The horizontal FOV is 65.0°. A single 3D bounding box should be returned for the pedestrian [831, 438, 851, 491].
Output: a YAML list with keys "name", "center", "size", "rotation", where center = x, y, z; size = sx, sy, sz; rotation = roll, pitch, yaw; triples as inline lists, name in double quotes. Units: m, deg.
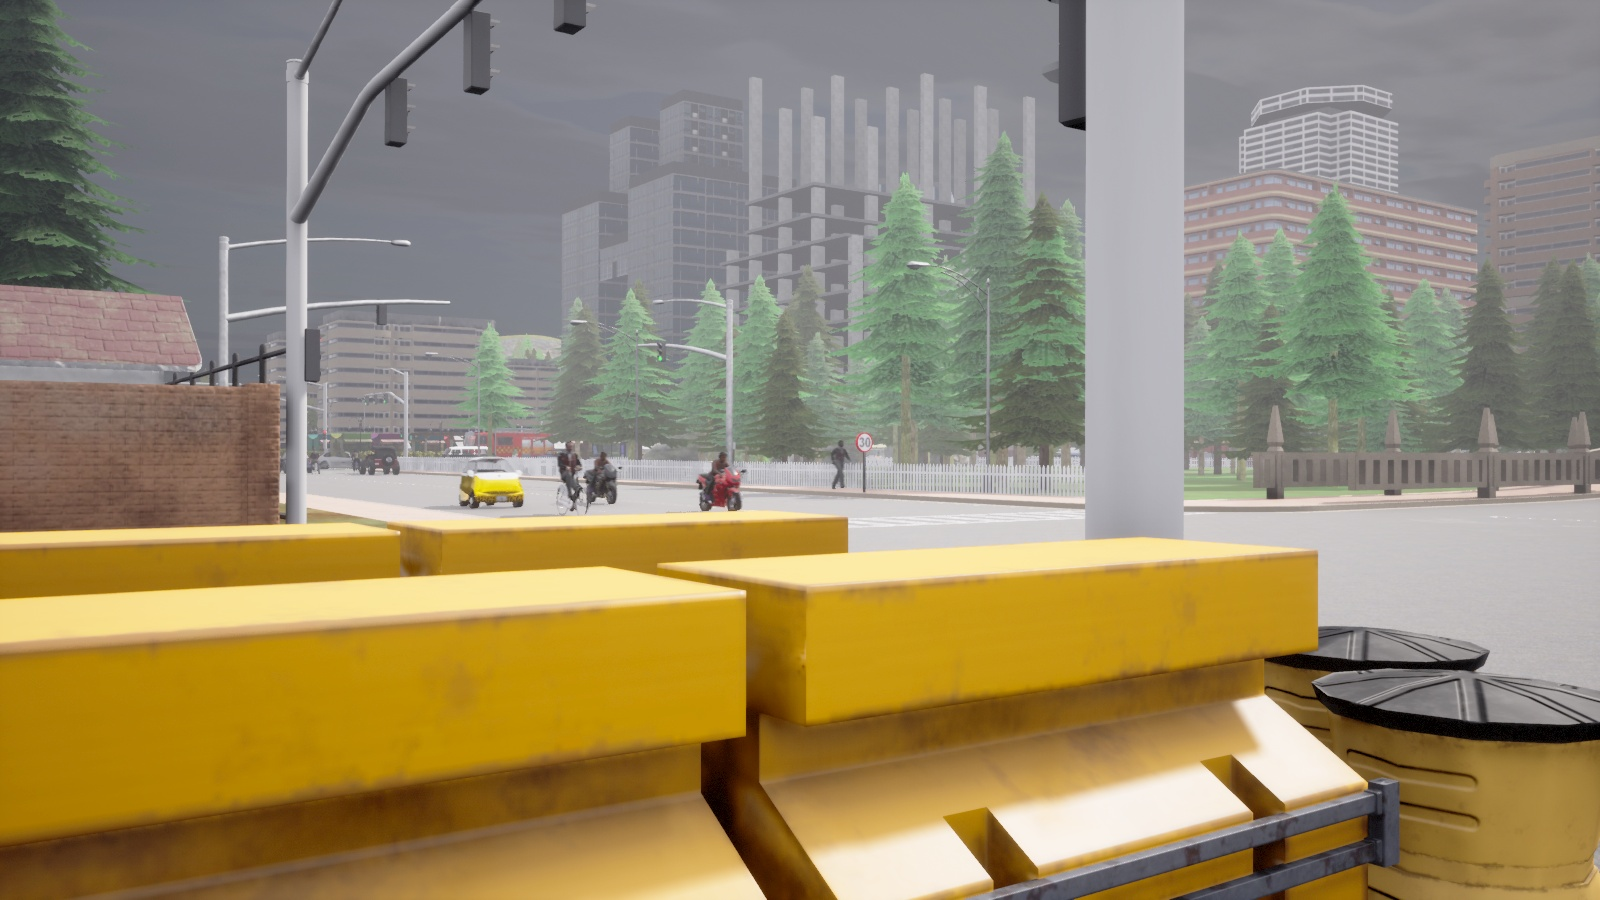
- name: "pedestrian"
  center: [1.507, 0.513, 46.144]
  size: [0.402, 1.930, 0.666]
  rotation: [0, 0, -39]

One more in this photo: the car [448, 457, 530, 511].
- name: "car"
  center: [-8.416, 0.899, 33.923]
  size: [1.481, 1.376, 2.207]
  rotation: [0, -1, -33]

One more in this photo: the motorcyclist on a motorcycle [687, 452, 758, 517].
- name: "motorcyclist on a motorcycle"
  center: [-1.883, 0.805, 30.307]
  size: [0.797, 1.523, 2.044]
  rotation: [0, 0, -33]

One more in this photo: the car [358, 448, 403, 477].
- name: "car"
  center: [-27.683, 0.802, 82.736]
  size: [1.905, 1.878, 3.866]
  rotation: [0, 0, -33]

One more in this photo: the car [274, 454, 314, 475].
- name: "car"
  center: [-35.762, 1.003, 88.727]
  size: [1.970, 1.475, 3.806]
  rotation: [0, 0, -33]

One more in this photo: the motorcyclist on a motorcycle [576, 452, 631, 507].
- name: "motorcyclist on a motorcycle"
  center: [-5.674, 0.827, 36.126]
  size: [0.797, 1.523, 2.044]
  rotation: [0, 0, -33]

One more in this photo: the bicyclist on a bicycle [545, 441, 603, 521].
- name: "bicyclist on a bicycle"
  center: [-5.243, 0.698, 29.048]
  size: [0.659, 1.776, 1.843]
  rotation: [0, 0, -33]
